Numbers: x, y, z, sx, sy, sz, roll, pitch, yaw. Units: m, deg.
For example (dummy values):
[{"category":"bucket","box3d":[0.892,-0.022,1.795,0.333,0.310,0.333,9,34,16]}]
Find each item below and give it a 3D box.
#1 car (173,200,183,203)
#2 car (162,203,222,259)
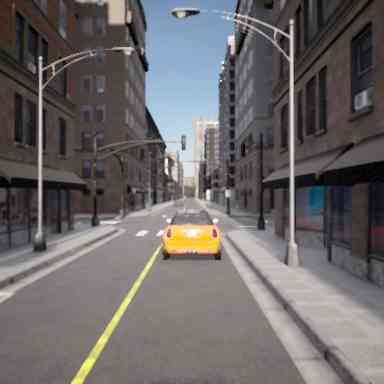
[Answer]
[{"category":"car","box3d":[-2.805,2.286,66.697,2.033,1.411,5.357,0,-1,0]},{"category":"car","box3d":[0.016,1.491,13.421,2.097,1.767,4.553,0,-1,1]}]
